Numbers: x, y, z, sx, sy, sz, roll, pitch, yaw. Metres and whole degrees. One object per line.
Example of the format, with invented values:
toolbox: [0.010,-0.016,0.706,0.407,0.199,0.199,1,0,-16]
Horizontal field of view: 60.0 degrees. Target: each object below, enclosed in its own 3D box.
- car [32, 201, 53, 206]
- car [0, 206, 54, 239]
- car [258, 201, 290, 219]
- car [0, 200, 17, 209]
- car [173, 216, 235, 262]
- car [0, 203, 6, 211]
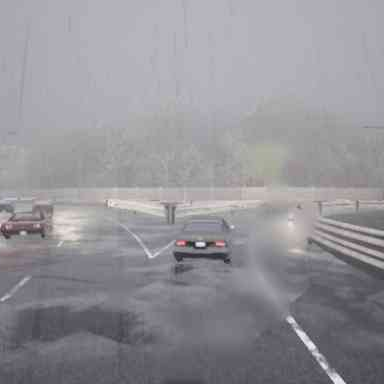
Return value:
car: [-15.655,1.629,34.898,1.882,1.535,5.008,0,0,-27]
car: [-8.647,1.679,17.920,1.895,1.301,4.718,0,0,-17]
car: [7.835,1.628,31.441,2.128,1.511,4.902,0,0,32]
car: [-19.536,1.655,34.750,1.837,1.490,4.892,0,0,-28]
car: [0.559,1.601,12.324,2.033,1.411,5.357,0,0,7]
car: [-12.846,1.633,19.668,2.033,1.411,5.357,0,0,-19]
